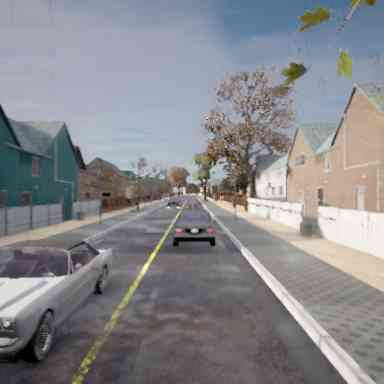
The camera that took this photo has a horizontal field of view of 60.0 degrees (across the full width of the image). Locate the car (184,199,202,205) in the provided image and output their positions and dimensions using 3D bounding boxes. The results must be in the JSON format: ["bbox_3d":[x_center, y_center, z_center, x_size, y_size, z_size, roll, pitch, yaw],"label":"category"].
[{"bbox_3d":[0.098,1.530,37.435,2.033,1.411,5.357,0,0,0],"label":"car"}]

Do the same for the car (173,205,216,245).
[{"bbox_3d":[0.098,1.544,15.404,2.033,1.411,5.357,0,0,0],"label":"car"}]

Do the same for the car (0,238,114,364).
[{"bbox_3d":[-2.851,1.600,5.964,1.895,1.301,4.718,0,0,0],"label":"car"}]

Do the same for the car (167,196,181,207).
[{"bbox_3d":[-2.764,1.481,51.721,1.837,1.490,4.892,0,0,0],"label":"car"}]
